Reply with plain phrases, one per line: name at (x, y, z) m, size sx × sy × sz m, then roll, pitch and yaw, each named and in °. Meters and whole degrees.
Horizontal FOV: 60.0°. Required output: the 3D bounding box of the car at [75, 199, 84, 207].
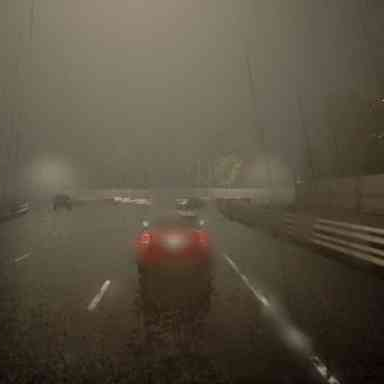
car at (-19.676, 1.826, 56.145) m, size 1.994 × 1.385 × 4.181 m, roll 0°, pitch 0°, yaw -31°

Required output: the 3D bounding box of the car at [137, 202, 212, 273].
car at (-0.578, 1.391, 11.030) m, size 2.097 × 1.767 × 4.553 m, roll 0°, pitch 0°, yaw -3°

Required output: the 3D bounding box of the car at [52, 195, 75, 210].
car at (-18.264, 1.447, 46.645) m, size 2.150 × 2.045 × 5.566 m, roll 0°, pitch 0°, yaw -26°

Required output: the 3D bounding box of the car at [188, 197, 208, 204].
car at (0.674, 1.493, 43.787) m, size 2.097 × 1.767 × 4.553 m, roll 0°, pitch 0°, yaw 16°
